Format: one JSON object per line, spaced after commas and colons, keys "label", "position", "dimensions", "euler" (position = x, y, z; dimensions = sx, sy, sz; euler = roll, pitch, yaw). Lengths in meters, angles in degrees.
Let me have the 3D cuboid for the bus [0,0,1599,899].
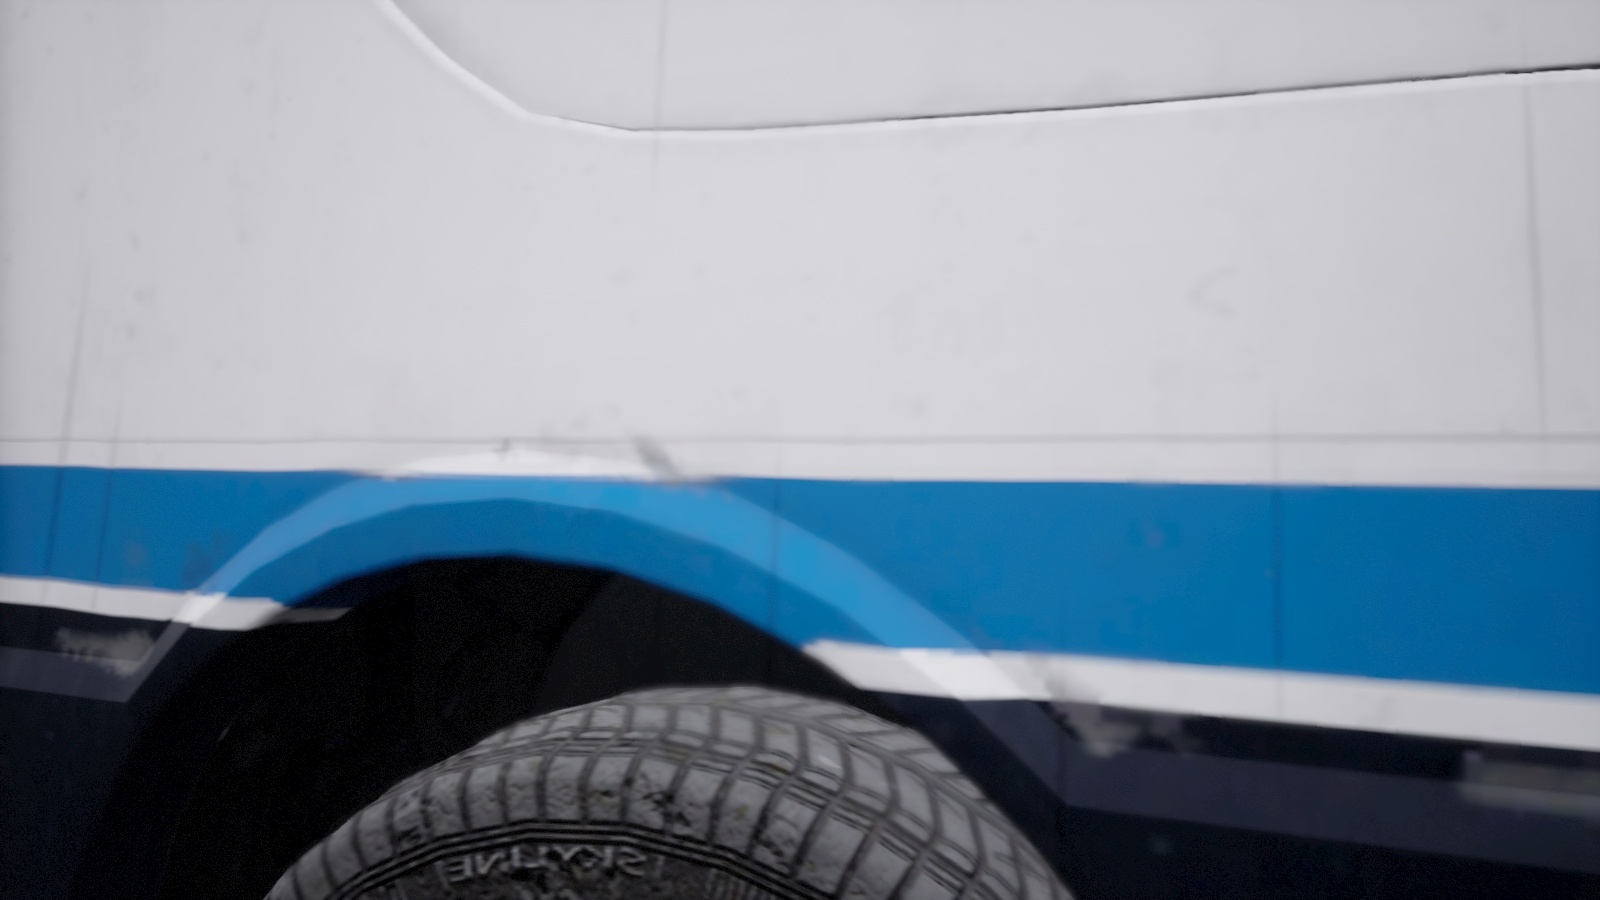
{"label": "bus", "position": [-2.246, -0.618, 3.931], "dimensions": [10.273, 4.253, 3.944], "euler": [1, 1, 26]}
